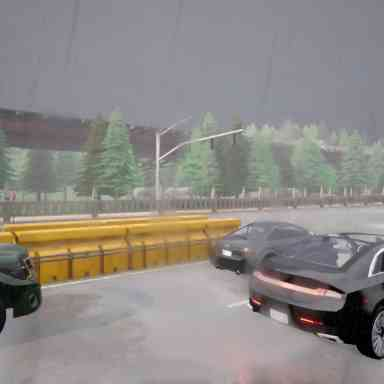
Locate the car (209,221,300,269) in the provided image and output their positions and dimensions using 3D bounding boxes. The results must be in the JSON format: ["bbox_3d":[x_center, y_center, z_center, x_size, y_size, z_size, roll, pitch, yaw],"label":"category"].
[{"bbox_3d":[2.547,1.564,9.846,4.181,1.385,1.994,0,0,-36],"label":"car"}]

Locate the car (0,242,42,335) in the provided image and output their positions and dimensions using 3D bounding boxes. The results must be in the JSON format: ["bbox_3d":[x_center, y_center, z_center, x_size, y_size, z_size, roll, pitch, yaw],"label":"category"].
[{"bbox_3d":[-5.079,1.221,4.429,5.566,2.045,2.150,0,0,-35],"label":"car"}]

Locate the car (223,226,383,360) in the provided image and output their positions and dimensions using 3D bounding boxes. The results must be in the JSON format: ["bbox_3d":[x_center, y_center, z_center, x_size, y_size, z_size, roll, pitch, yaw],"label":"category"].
[{"bbox_3d":[3.157,1.492,5.985,4.902,1.511,2.128,0,0,-36],"label":"car"}]
